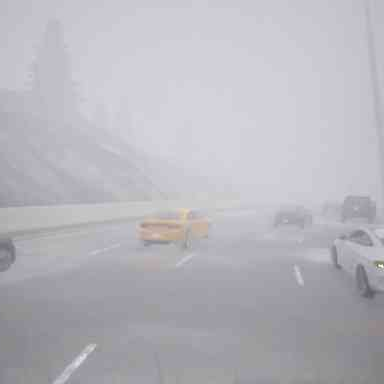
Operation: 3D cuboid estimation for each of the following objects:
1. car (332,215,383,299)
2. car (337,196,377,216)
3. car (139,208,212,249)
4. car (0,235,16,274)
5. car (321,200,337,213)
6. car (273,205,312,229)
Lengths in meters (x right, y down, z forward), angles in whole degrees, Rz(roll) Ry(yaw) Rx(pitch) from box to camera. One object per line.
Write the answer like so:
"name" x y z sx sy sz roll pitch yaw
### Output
"car" 4.805 1.559 8.240 1.812 1.442 4.674 0 0 12
"car" 13.293 1.310 26.473 2.150 2.045 5.566 1 0 31
"car" -0.540 1.455 14.649 1.882 1.535 5.008 0 0 18
"car" -6.173 1.427 7.572 2.128 1.511 4.902 0 0 9
"car" 15.962 1.625 37.671 1.812 1.442 4.674 1 0 31
"car" 6.693 1.560 21.929 1.812 1.442 4.674 0 0 29
